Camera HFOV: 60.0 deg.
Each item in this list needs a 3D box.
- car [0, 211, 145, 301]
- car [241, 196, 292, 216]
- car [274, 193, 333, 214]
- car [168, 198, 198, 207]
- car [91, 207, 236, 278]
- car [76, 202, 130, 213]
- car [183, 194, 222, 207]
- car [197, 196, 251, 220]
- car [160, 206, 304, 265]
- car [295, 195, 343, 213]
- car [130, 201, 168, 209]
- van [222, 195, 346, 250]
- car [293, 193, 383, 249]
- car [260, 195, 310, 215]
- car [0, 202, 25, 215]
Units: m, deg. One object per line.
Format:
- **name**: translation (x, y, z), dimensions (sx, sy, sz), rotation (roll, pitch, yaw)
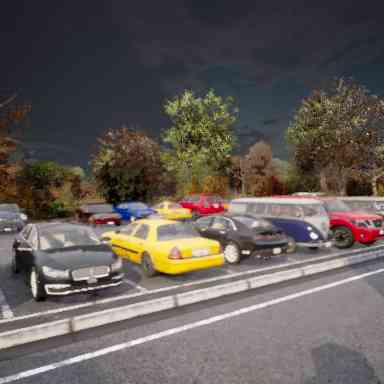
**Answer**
- **car**: translation (-3.413, 1.512, 8.684), dimensions (2.231, 1.521, 4.892), rotation (0, 0, -35)
- **car**: translation (7.107, 1.281, 32.162), dimensions (2.185, 1.767, 4.553), rotation (0, 0, -35)
- **car**: translation (11.759, 1.128, 35.446), dimensions (2.435, 2.045, 5.566), rotation (0, 0, -35)
- **car**: translation (-2.079, 1.456, 25.861), dimensions (1.946, 1.575, 5.366), rotation (0, 0, -35)
- **car**: translation (-1.243, 1.495, 10.436), dimensions (1.946, 1.575, 5.366), rotation (0, 0, -35)
- **car**: translation (-6.403, 1.514, 22.542), dimensions (2.163, 1.488, 4.792), rotation (0, 0, -35)
- **car**: translation (0.285, 1.195, 27.338), dimensions (2.435, 2.045, 5.566), rotation (0, 0, -35)
- **car**: translation (2.696, 1.306, 28.969), dimensions (2.185, 1.767, 4.553), rotation (0, 0, -35)
- **car**: translation (1.140, 1.487, 11.885), dimensions (2.231, 1.521, 4.892), rotation (0, 0, -35)
- **car**: translation (14.069, 1.240, 37.004), dimensions (2.185, 1.767, 4.553), rotation (0, 0, -35)
- **car**: translation (-4.147, 1.471, 24.179), dimensions (2.097, 1.535, 5.008), rotation (0, 0, -35)
- **van**: translation (3.477, 1.248, 13.401), dimensions (1.878, 1.987, 4.442), rotation (0, 0, -35)
- **car**: translation (5.699, 1.209, 15.079), dimensions (2.435, 2.045, 5.566), rotation (0, 0, -35)
- **car**: translation (9.382, 1.268, 33.769), dimensions (2.185, 1.767, 4.553), rotation (0, 0, -35)
- **car**: translation (-10.987, 1.383, 19.379), dimensions (2.185, 1.767, 4.553), rotation (0, 0, -35)
